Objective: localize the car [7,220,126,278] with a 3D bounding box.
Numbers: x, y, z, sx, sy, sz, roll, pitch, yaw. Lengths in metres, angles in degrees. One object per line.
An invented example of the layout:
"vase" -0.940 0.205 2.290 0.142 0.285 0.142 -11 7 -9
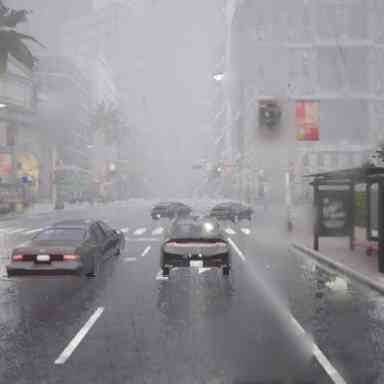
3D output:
"car" -3.399 1.552 10.106 2.033 1.411 5.357 0 0 0

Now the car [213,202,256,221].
"car" 3.184 1.516 25.209 1.837 1.490 4.892 -2 -1 34

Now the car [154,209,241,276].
"car" 0.102 1.496 10.354 2.128 1.511 4.902 0 0 0

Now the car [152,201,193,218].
"car" -1.454 1.516 26.976 1.837 1.490 4.892 -2 -1 25
